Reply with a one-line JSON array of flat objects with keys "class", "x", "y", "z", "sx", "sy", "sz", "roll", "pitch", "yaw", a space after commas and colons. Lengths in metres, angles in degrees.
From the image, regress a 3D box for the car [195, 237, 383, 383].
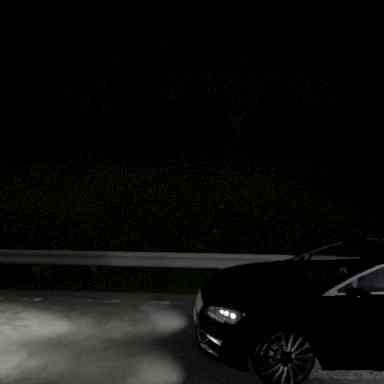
[{"class": "car", "x": 2.504, "y": 1.396, "z": 4.429, "sx": 4.902, "sy": 1.511, "sz": 2.128, "roll": 1, "pitch": 2, "yaw": 1}]
